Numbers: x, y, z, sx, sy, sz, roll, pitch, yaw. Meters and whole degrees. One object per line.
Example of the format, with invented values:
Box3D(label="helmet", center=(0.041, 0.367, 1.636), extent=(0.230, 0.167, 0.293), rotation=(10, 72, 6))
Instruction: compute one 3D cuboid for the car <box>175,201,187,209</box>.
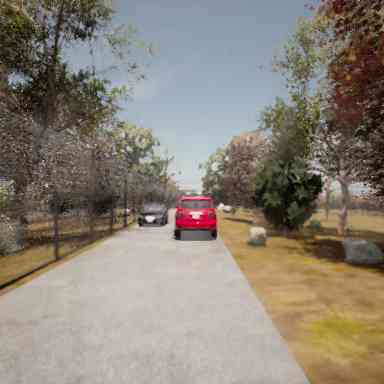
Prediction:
Box3D(label="car", center=(-2.234, 2.524, 66.523), extent=(2.128, 1.511, 4.902), rotation=(0, -2, 1))

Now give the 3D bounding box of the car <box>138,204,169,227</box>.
Box3D(label="car", center=(-2.731, 1.632, 24.242), extent=(2.128, 1.511, 4.902), rotation=(0, -1, 0))

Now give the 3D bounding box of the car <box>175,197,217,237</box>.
Box3D(label="car", center=(0.203, 1.305, 18.686), extent=(2.150, 2.045, 5.566), rotation=(0, -1, 0))

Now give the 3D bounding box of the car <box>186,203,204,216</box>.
Box3D(label="car", center=(0.317, 1.943, 37.014), extent=(1.895, 1.301, 4.718), rotation=(0, -1, 1))
